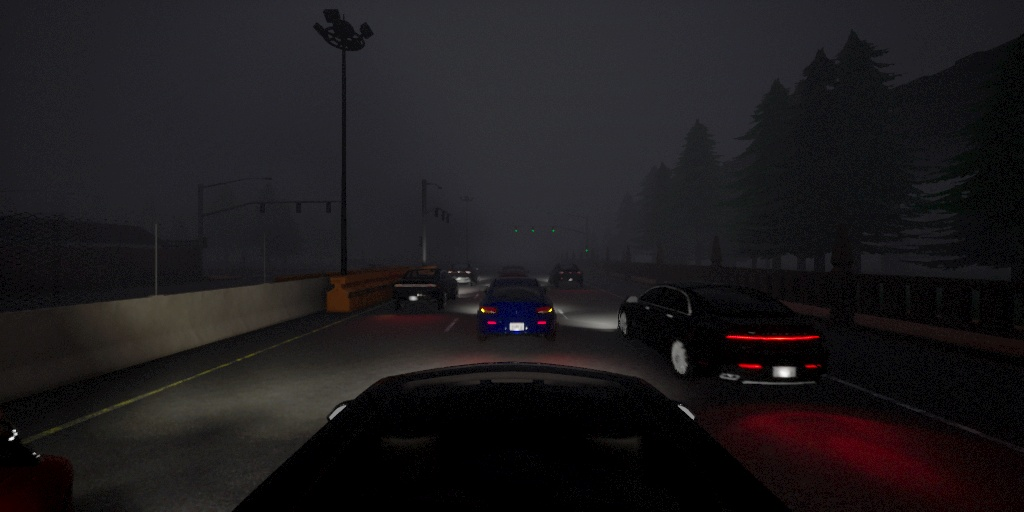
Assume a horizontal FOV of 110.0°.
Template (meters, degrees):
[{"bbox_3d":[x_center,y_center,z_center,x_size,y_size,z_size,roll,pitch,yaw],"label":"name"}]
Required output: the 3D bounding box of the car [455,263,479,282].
[{"bbox_3d":[-3.468,1.243,25.383,2.128,1.511,4.902,0,0,-1],"label":"car"}]

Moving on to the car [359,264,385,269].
[{"bbox_3d":[-10.516,1.314,27.315,1.994,1.385,4.181,0,0,0],"label":"car"}]

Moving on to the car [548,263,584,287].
[{"bbox_3d":[3.596,1.241,24.370,2.128,1.511,4.902,0,0,0],"label":"car"}]

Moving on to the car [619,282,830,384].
[{"bbox_3d":[3.599,1.257,7.154,1.837,1.490,4.892,0,1,0],"label":"car"}]

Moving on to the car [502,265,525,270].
[{"bbox_3d":[0.097,1.275,21.161,1.812,1.442,4.674,0,0,0],"label":"car"}]

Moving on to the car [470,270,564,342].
[{"bbox_3d":[0.093,1.276,9.642,1.812,1.442,4.674,0,0,0],"label":"car"}]

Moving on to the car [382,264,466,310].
[{"bbox_3d":[-3.401,1.241,14.785,2.128,1.511,4.902,0,0,0],"label":"car"}]
